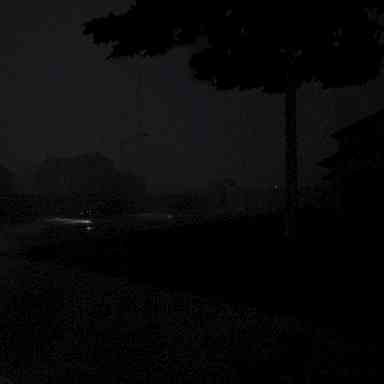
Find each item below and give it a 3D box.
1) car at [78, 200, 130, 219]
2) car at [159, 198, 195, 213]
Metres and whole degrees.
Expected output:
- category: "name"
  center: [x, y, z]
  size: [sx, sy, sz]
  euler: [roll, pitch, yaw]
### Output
- category: "car"
  center: [-7.561, 1.502, 29.028]
  size: [1.837, 1.490, 4.892]
  euler: [0, 0, 36]
- category: "car"
  center: [-1.599, 1.475, 37.321]
  size: [1.882, 1.535, 5.008]
  euler: [0, 0, 36]
